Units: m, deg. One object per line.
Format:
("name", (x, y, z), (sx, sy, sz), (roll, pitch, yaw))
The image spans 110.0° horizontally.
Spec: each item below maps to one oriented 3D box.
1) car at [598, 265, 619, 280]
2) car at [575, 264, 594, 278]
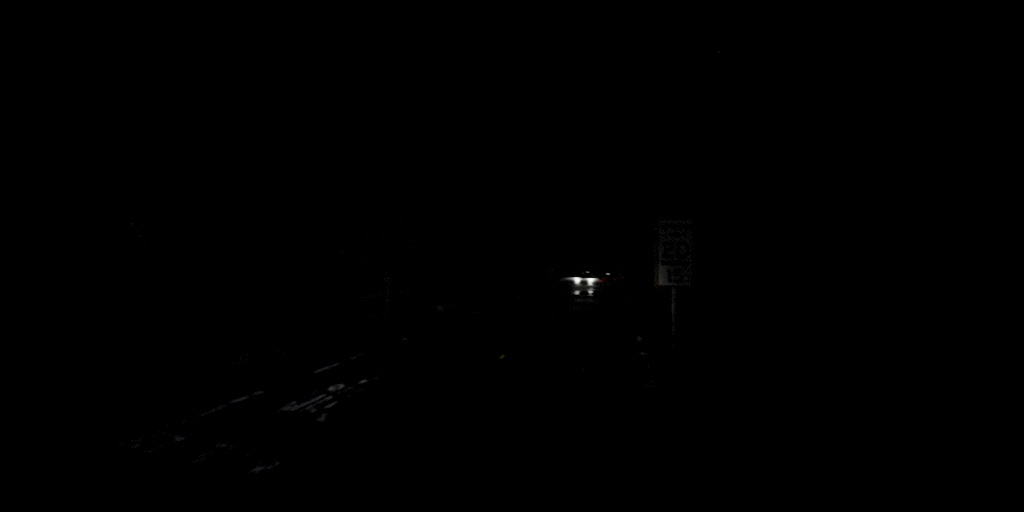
("car", (10.140, 1.773, 37.605), (1.994, 1.385, 4.181), (1, 0, 17))
("car", (8.560, 1.725, 42.193), (1.837, 1.490, 4.892), (1, 0, 16))
